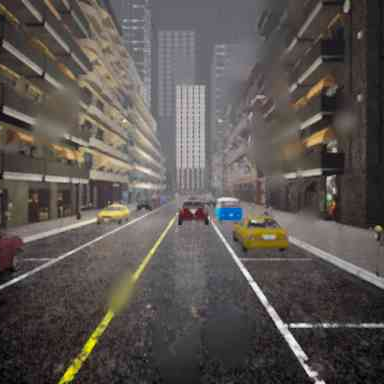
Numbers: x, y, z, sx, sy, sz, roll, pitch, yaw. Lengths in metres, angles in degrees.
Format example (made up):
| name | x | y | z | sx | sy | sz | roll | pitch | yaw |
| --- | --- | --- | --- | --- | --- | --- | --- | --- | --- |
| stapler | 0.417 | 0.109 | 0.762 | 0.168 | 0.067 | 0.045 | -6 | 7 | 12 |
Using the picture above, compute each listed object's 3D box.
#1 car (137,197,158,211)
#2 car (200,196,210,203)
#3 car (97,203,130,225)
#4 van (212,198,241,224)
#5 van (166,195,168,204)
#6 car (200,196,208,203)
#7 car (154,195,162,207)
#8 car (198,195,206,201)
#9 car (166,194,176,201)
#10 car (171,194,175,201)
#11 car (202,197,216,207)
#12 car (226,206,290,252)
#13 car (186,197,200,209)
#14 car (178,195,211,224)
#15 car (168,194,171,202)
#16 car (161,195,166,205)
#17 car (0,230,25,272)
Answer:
| name | x | y | z | sx | sy | sz | roll | pitch | yaw |
| --- | --- | --- | --- | --- | --- | --- | --- | --- | --- |
| car | -5.706 | 1.595 | 41.316 | 1.947 | 1.339 | 4.313 | 0 | 0 | 0 |
| car | 2.669 | 1.606 | 68.922 | 2.008 | 1.369 | 4.403 | -1 | 0 | 0 |
| car | -5.704 | 1.541 | 24.576 | 1.752 | 1.417 | 4.829 | 0 | 0 | 0 |
| van | 2.675 | 1.357 | 24.736 | 1.690 | 1.788 | 3.998 | -1 | 0 | 0 |
| van | -5.712 | 1.385 | 57.887 | 1.690 | 1.788 | 3.998 | -1 | 0 | 0 |
| car | 2.668 | 1.587 | 74.616 | 1.752 | 1.417 | 4.829 | -1 | 0 | 0 |
| car | -5.707 | 1.578 | 46.840 | 1.887 | 1.381 | 4.507 | 0 | 0 | 0 |
| car | 2.665 | 1.627 | 91.015 | 1.887 | 1.381 | 4.507 | -1 | 0 | 0 |
| car | -5.718 | 1.397 | 91.027 | 2.192 | 1.841 | 5.009 | -1 | 0 | 0 |
| car | -5.714 | 1.634 | 79.981 | 1.947 | 1.339 | 4.313 | -1 | 0 | 0 |
| car | 2.672 | 1.589 | 52.352 | 2.008 | 1.369 | 4.403 | -1 | 0 | 0 |
| car | 2.679 | 1.533 | 13.858 | 1.752 | 1.417 | 4.829 | -1 | 0 | 0 |
| car | 0.091 | 1.511 | 46.329 | 1.882 | 1.535 | 5.008 | 0 | 0 | 0 |
| car | 0.096 | 1.367 | 24.754 | 2.097 | 1.767 | 4.553 | 0 | 0 | 0 |
| car | -5.712 | 1.490 | 63.411 | 1.967 | 1.590 | 4.097 | -1 | 0 | 0 |
| car | -5.709 | 1.583 | 52.364 | 1.887 | 1.381 | 4.507 | -1 | 0 | 0 |
| car | -5.700 | 1.586 | 8.176 | 1.802 | 1.307 | 4.206 | 0 | 0 | 0 |
